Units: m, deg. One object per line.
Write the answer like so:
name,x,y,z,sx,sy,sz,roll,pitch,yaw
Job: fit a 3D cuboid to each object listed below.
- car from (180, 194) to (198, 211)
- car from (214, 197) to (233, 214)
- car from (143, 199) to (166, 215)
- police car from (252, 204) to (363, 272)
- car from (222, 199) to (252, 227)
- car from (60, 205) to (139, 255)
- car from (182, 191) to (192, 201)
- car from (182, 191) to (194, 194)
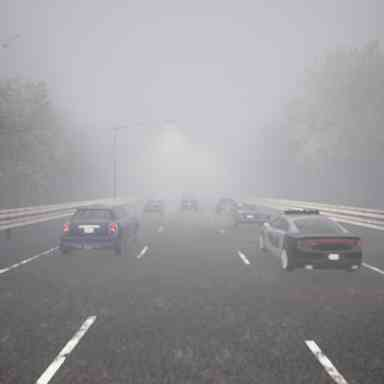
car,-0.336,1.319,38.165,2.163,1.488,4.792,0,0,-1
car,3.283,1.274,32.722,2.033,1.649,4.856,0,0,-1
car,-3.616,1.392,32.349,2.033,1.411,5.357,0,0,-1
police car,3.475,1.375,10.758,1.930,1.638,5.238,0,0,0
car,3.402,1.444,21.686,2.033,1.411,5.357,0,0,-1
car,-3.444,1.290,13.203,2.097,1.767,4.553,0,0,0
car,-1.129,0.848,75.539,2.150,2.045,5.566,0,0,-2
car,-0.618,0.931,59.520,2.150,2.045,5.566,0,1,-1
